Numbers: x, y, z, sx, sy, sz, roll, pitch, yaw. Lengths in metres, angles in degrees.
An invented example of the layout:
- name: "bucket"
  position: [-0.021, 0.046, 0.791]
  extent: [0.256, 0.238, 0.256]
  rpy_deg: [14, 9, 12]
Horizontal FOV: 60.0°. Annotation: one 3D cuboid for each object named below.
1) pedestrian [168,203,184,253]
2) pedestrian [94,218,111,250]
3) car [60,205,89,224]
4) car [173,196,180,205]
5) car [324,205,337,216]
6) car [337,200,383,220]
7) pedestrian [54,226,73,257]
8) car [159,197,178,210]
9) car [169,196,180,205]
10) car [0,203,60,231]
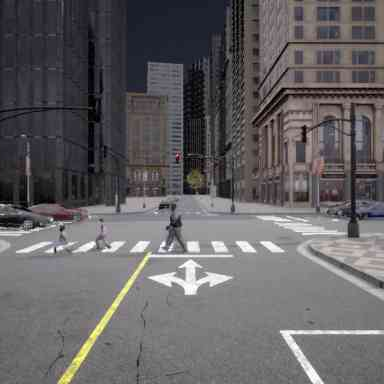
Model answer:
- name: "pedestrian"
  position: [-0.596, 1.292, 12.144]
  extent: [0.375, 1.860, 0.375]
  rpy_deg: [0, 0, 0]
- name: "pedestrian"
  position: [-3.405, 1.564, 12.735]
  extent: [0.375, 1.300, 0.375]
  rpy_deg: [0, 0, 0]
- name: "car"
  position: [-9.931, 1.552, 24.157]
  extent: [4.674, 1.442, 1.812]
  rpy_deg: [0, 0, -14]
- name: "car"
  position: [-3.251, 1.571, 53.357]
  extent: [2.128, 1.511, 4.902]
  rpy_deg: [0, 0, 0]
- name: "car"
  position: [14.513, 1.488, 30.073]
  extent: [4.902, 1.511, 2.128]
  rpy_deg: [0, 0, -2]
- name: "car"
  position: [14.993, 1.517, 26.777]
  extent: [5.357, 1.411, 2.033]
  rpy_deg: [0, 0, 0]
- name: "pedestrian"
  position: [-4.437, 1.297, 11.537]
  extent: [0.375, 1.860, 0.375]
  rpy_deg: [0, 0, 0]
- name: "car"
  position: [-3.211, 1.654, 42.897]
  extent: [1.895, 1.301, 4.718]
  rpy_deg: [0, 0, 0]
- name: "car"
  position: [-3.266, 1.613, 63.796]
  extent: [1.837, 1.490, 4.892]
  rpy_deg: [0, 0, 0]
- name: "car"
  position: [-10.881, 1.504, 19.952]
  extent: [4.892, 1.490, 1.837]
  rpy_deg: [0, 0, 0]
